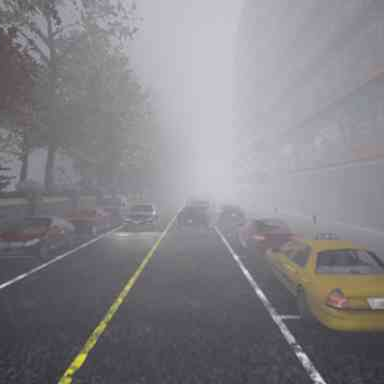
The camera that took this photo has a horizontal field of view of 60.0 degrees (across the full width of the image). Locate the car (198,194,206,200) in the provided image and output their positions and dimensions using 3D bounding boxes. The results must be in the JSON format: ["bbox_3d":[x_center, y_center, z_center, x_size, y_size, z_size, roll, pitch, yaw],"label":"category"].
[{"bbox_3d":[2.689,1.386,91.232,1.967,1.590,4.097,0,0,0],"label":"car"}]

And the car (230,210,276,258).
[{"bbox_3d":[2.690,1.564,12.408,1.802,1.307,4.206,0,0,0],"label":"car"}]

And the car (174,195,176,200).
[{"bbox_3d":[-5.691,1.471,91.062,1.752,1.417,4.829,0,0,0],"label":"car"}]

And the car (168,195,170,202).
[{"bbox_3d":[-5.692,1.386,63.079,1.967,1.590,4.097,0,0,0],"label":"car"}]

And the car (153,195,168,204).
[{"bbox_3d":[-5.692,1.387,57.451,1.967,1.590,4.097,0,0,0],"label":"car"}]

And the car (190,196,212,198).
[{"bbox_3d":[0.901,1.418,30.620,1.801,1.575,5.366,0,0,0],"label":"car"}]

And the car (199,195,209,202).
[{"bbox_3d":[2.689,1.384,74.342,1.967,1.590,4.097,0,0,0],"label":"car"}]

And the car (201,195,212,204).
[{"bbox_3d":[2.689,1.386,63.080,1.967,1.590,4.097,0,0,0],"label":"car"}]

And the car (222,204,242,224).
[{"bbox_3d":[2.689,1.535,23.671,1.947,1.339,4.313,0,0,0],"label":"car"}]

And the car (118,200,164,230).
[{"bbox_3d":[-3.099,1.477,21.123,1.837,1.490,4.892,0,0,0],"label":"car"}]

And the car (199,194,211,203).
[{"bbox_3d":[2.688,1.260,68.711,2.192,1.841,5.009,0,0,0],"label":"car"}]

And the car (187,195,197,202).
[{"bbox_3d":[0.000,1.357,71.020,1.994,1.385,4.181,0,0,0],"label":"car"}]

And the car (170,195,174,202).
[{"bbox_3d":[-5.691,1.495,74.341,2.008,1.369,4.403,0,0,0],"label":"car"}]

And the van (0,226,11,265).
[{"bbox_3d":[-5.690,1.331,6.776,1.690,1.788,3.998,0,0,0],"label":"van"}]

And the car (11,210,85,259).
[{"bbox_3d":[-5.691,1.564,12.408,1.802,1.307,4.206,0,0,0],"label":"car"}]

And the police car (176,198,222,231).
[{"bbox_3d":[0.444,1.398,20.728,1.930,1.638,5.238,0,0,12],"label":"police car"}]

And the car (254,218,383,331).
[{"bbox_3d":[2.690,1.515,6.948,1.752,1.417,4.829,0,0,0],"label":"car"}]

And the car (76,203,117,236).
[{"bbox_3d":[-5.691,1.520,18.038,1.887,1.381,4.507,0,0,0],"label":"car"}]

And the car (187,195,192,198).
[{"bbox_3d":[0.003,1.299,54.927,2.097,1.767,4.553,0,0,0],"label":"car"}]

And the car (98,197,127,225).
[{"bbox_3d":[-5.690,1.284,23.670,2.192,1.841,5.009,0,0,0],"label":"car"}]
